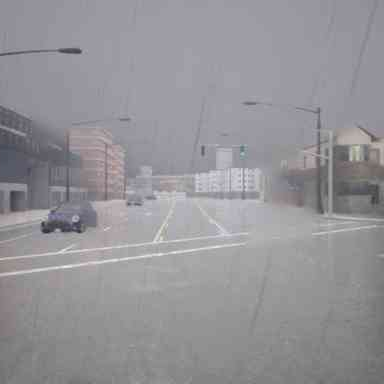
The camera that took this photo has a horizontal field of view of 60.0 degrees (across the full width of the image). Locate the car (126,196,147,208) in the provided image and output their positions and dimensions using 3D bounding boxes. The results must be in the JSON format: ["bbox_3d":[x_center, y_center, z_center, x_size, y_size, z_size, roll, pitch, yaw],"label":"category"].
[{"bbox_3d":[-7.816,1.302,45.762,2.128,1.511,4.902,0,1,-2],"label":"car"}]

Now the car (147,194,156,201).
[{"bbox_3d":[-8.609,1.096,70.806,2.033,1.411,5.357,0,0,-2],"label":"car"}]

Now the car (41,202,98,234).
[{"bbox_3d":[-6.984,1.393,19.403,2.097,1.767,4.553,0,0,-2],"label":"car"}]
